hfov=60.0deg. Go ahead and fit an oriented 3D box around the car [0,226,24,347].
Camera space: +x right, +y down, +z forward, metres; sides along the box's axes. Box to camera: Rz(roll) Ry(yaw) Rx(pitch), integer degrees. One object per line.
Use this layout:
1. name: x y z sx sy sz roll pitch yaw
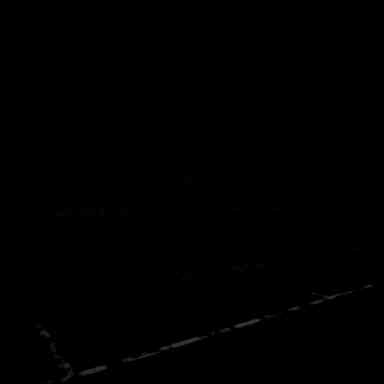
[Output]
1. car: -4.468 1.298 3.366 5.009 1.841 2.192 1 0 -36
